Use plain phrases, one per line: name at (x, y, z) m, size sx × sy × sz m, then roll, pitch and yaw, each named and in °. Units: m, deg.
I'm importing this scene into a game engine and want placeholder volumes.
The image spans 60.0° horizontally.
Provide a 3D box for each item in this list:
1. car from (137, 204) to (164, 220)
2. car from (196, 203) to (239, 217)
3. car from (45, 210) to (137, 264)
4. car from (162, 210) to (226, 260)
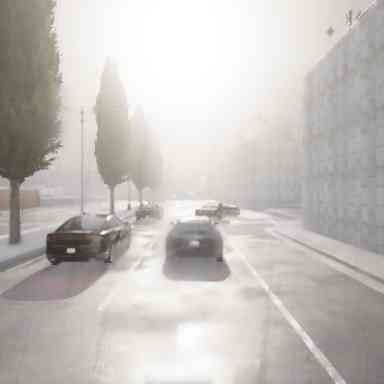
car at (-3.440, 1.627, 27.810) m, size 1.895 × 1.301 × 4.718 m, roll -1°, pitch -1°, yaw 0°
car at (2.201, 1.506, 27.096) m, size 1.895 × 1.301 × 4.718 m, roll -1°, pitch -1°, yaw 30°
car at (-3.425, 1.504, 11.924) m, size 1.882 × 1.535 × 5.008 m, roll 0°, pitch 0°, yaw 0°
car at (0.078, 1.592, 12.508) m, size 1.994 × 1.385 × 4.181 m, roll 0°, pitch 0°, yaw 0°
